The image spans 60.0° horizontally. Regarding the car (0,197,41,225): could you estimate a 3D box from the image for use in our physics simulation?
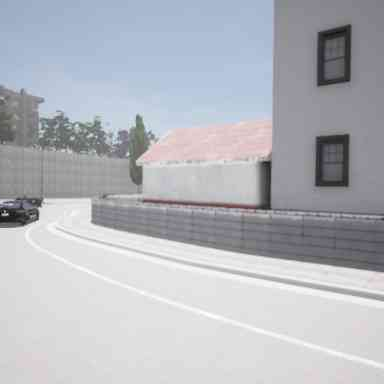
[{"bbox_3d":[-10.913,1.236,20.727,1.994,1.385,4.181,1,1,-12],"label":"car"}]

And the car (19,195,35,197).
[{"bbox_3d":[-18.547,0.988,37.268,4.181,1.385,1.994,1,1,45],"label":"car"}]
